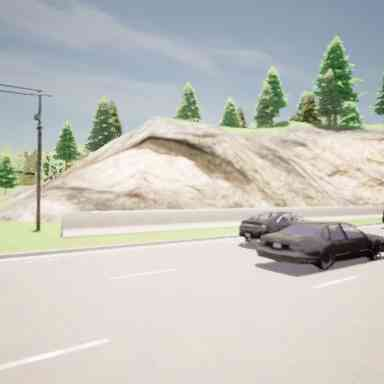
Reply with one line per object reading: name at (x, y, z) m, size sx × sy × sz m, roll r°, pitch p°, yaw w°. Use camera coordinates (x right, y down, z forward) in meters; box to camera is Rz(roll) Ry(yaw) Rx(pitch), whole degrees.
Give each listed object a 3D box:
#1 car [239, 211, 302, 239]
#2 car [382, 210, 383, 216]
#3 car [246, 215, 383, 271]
car at (4.366, 1.655, 15.528) m, size 4.902 × 1.511 × 2.128 m, roll 1°, pitch 0°, yaw -35°
car at (15.707, 1.567, 23.549) m, size 5.566 × 2.045 × 2.150 m, roll 1°, pitch 0°, yaw -34°
car at (4.614, 1.682, 11.434) m, size 5.357 × 1.411 × 2.033 m, roll 1°, pitch -1°, yaw -35°
